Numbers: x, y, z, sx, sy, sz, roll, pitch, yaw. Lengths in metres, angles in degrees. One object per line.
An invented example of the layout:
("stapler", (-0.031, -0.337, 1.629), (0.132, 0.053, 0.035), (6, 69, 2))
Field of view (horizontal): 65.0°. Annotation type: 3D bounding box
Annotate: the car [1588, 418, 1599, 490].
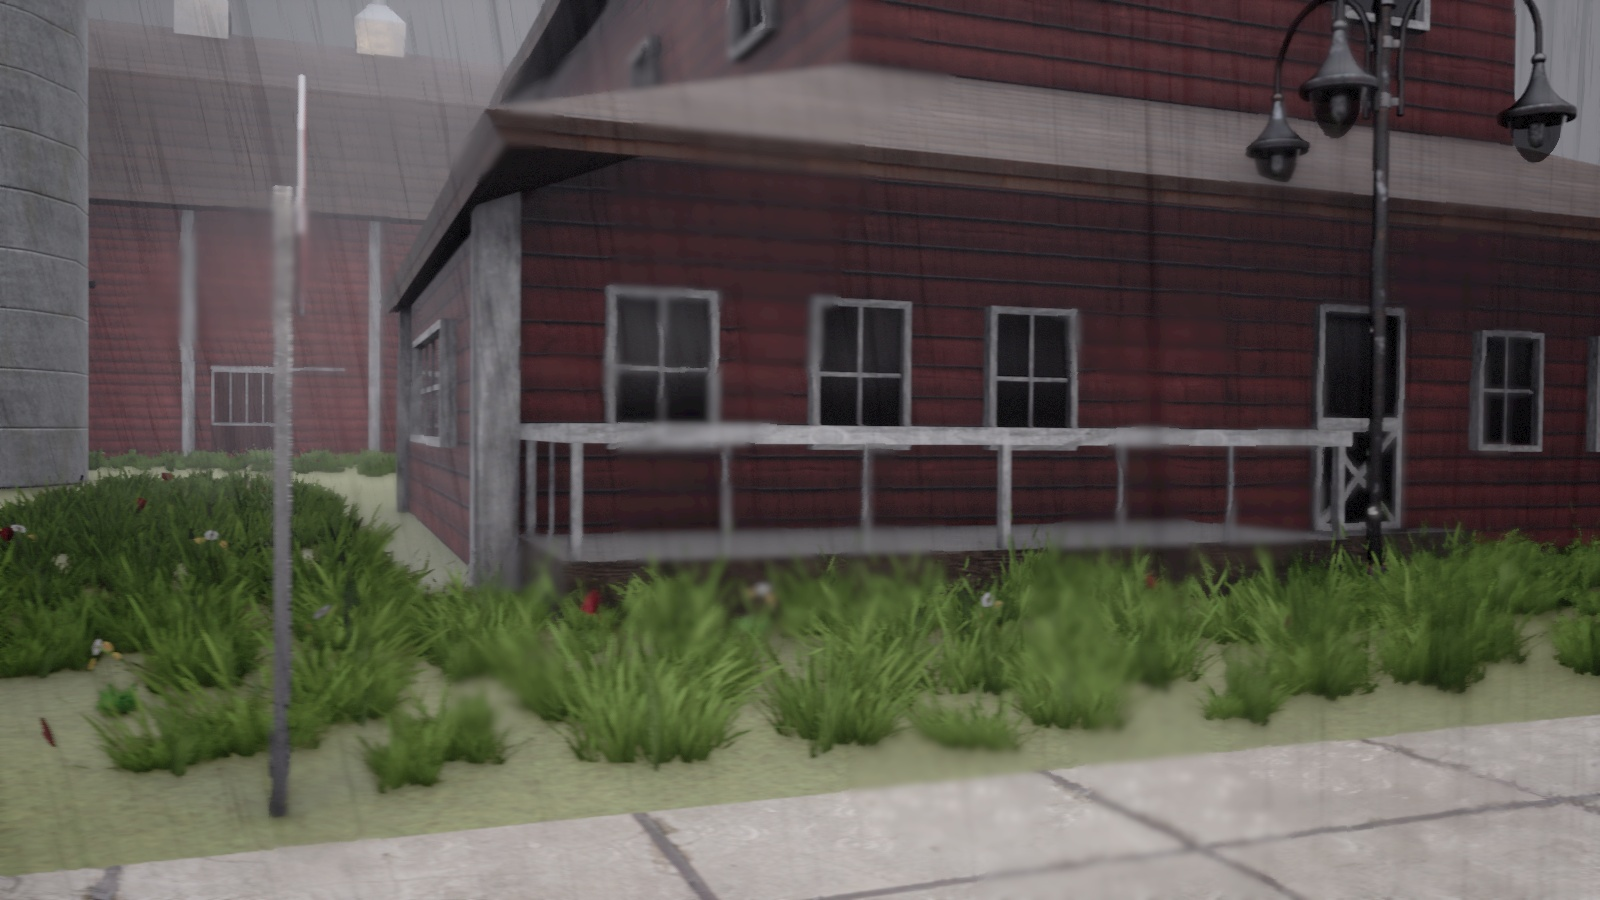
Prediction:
("car", (18.691, 0.093, 24.951), (1.882, 1.535, 5.008), (-1, 1, -22))
